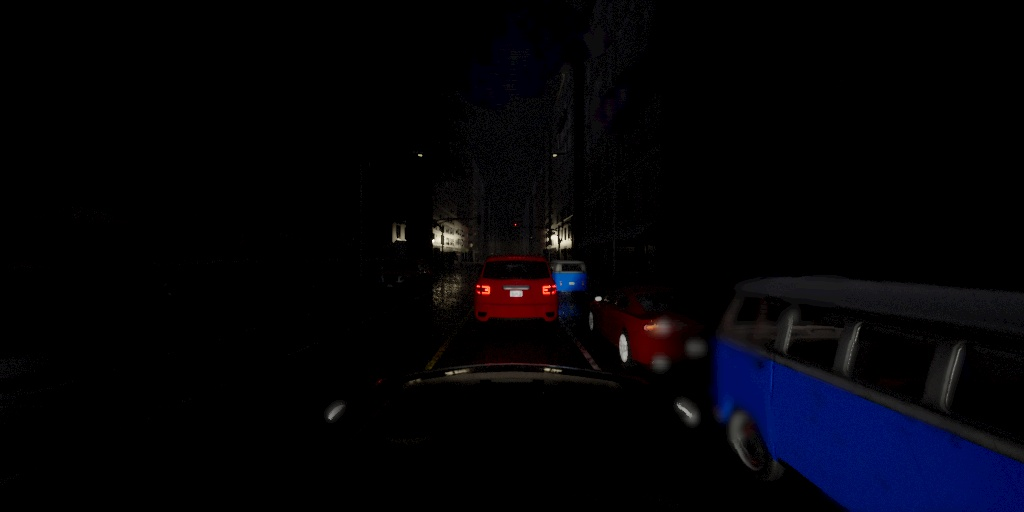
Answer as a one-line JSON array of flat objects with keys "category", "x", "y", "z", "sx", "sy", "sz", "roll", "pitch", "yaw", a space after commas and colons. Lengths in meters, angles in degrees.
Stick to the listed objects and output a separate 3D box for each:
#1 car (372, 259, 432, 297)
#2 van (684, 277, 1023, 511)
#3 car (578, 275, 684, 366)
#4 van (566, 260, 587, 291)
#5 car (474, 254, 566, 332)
[{"category": "car", "x": -5.636, "y": 1.059, "z": 19.090, "sx": 2.192, "sy": 1.841, "sz": 5.009, "roll": 0, "pitch": 0, "yaw": 0}, {"category": "van", "x": 2.856, "y": 1.091, "z": 2.132, "sx": 1.690, "sy": 1.789, "sz": 3.998, "roll": 0, "pitch": 0, "yaw": 0}, {"category": "car", "x": 2.867, "y": 1.294, "z": 7.793, "sx": 1.888, "sy": 1.381, "sz": 4.507, "roll": 0, "pitch": 0, "yaw": 0}, {"category": "van", "x": 2.889, "y": 1.085, "z": 19.114, "sx": 1.690, "sy": 1.789, "sz": 3.998, "roll": 0, "pitch": 0, "yaw": 0}, {"category": "car", "x": 0.118, "y": 0.970, "z": 11.016, "sx": 2.150, "sy": 2.045, "sz": 5.566, "roll": 0, "pitch": 0, "yaw": 0}]
